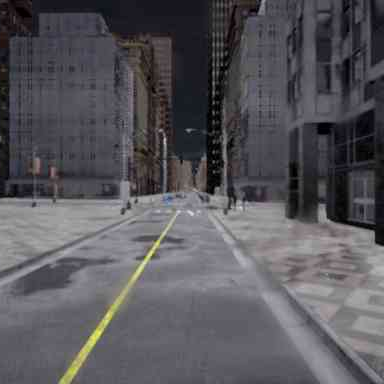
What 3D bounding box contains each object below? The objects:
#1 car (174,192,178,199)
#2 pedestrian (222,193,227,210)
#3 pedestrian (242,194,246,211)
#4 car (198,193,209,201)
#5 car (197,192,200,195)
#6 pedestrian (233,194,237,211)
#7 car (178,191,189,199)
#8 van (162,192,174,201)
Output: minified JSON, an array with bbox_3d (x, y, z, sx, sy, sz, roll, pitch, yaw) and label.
[{"bbox_3d":[-5.500,1.186,90.351,1.967,1.590,4.097,0,0,0],"label":"car"},{"bbox_3d":[3.644,1.073,37.063,0.375,1.860,0.375,0,0,0],"label":"pedestrian"},{"bbox_3d":[5.644,1.116,36.463,0.375,1.860,0.375,0,0,0],"label":"pedestrian"},{"bbox_3d":[2.908,1.381,73.348,1.947,1.339,4.313,0,0,0],"label":"car"},{"bbox_3d":[3.024,1.328,90.295,1.802,1.307,4.206,0,0,0],"label":"car"},{"bbox_3d":[4.644,1.090,35.863,0.375,1.860,0.375,0,0,0],"label":"pedestrian"},{"bbox_3d":[-2.612,1.198,95.567,1.882,1.535,5.008,0,0,0],"label":"car"},{"bbox_3d":[-5.616,1.156,73.405,1.690,1.788,3.998,0,0,0],"label":"van"}]
